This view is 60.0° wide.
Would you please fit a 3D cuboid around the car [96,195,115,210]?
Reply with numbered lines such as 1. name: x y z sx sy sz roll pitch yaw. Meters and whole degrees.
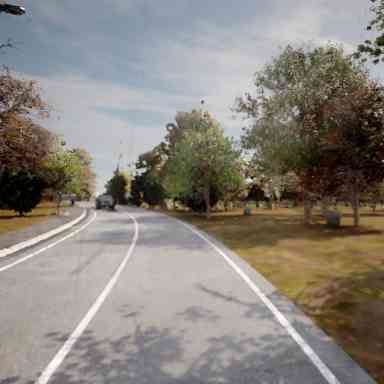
1. car: -11.813 1.370 45.294 2.150 2.045 5.566 2 -1 -20
